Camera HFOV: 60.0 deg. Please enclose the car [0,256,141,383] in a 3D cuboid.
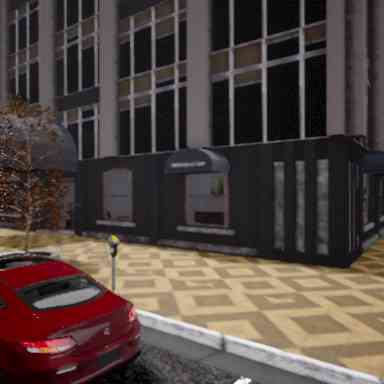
[{"bbox_3d":[-2.557,1.593,4.695,4.206,1.307,1.802,0,0,35],"label":"car"}]
